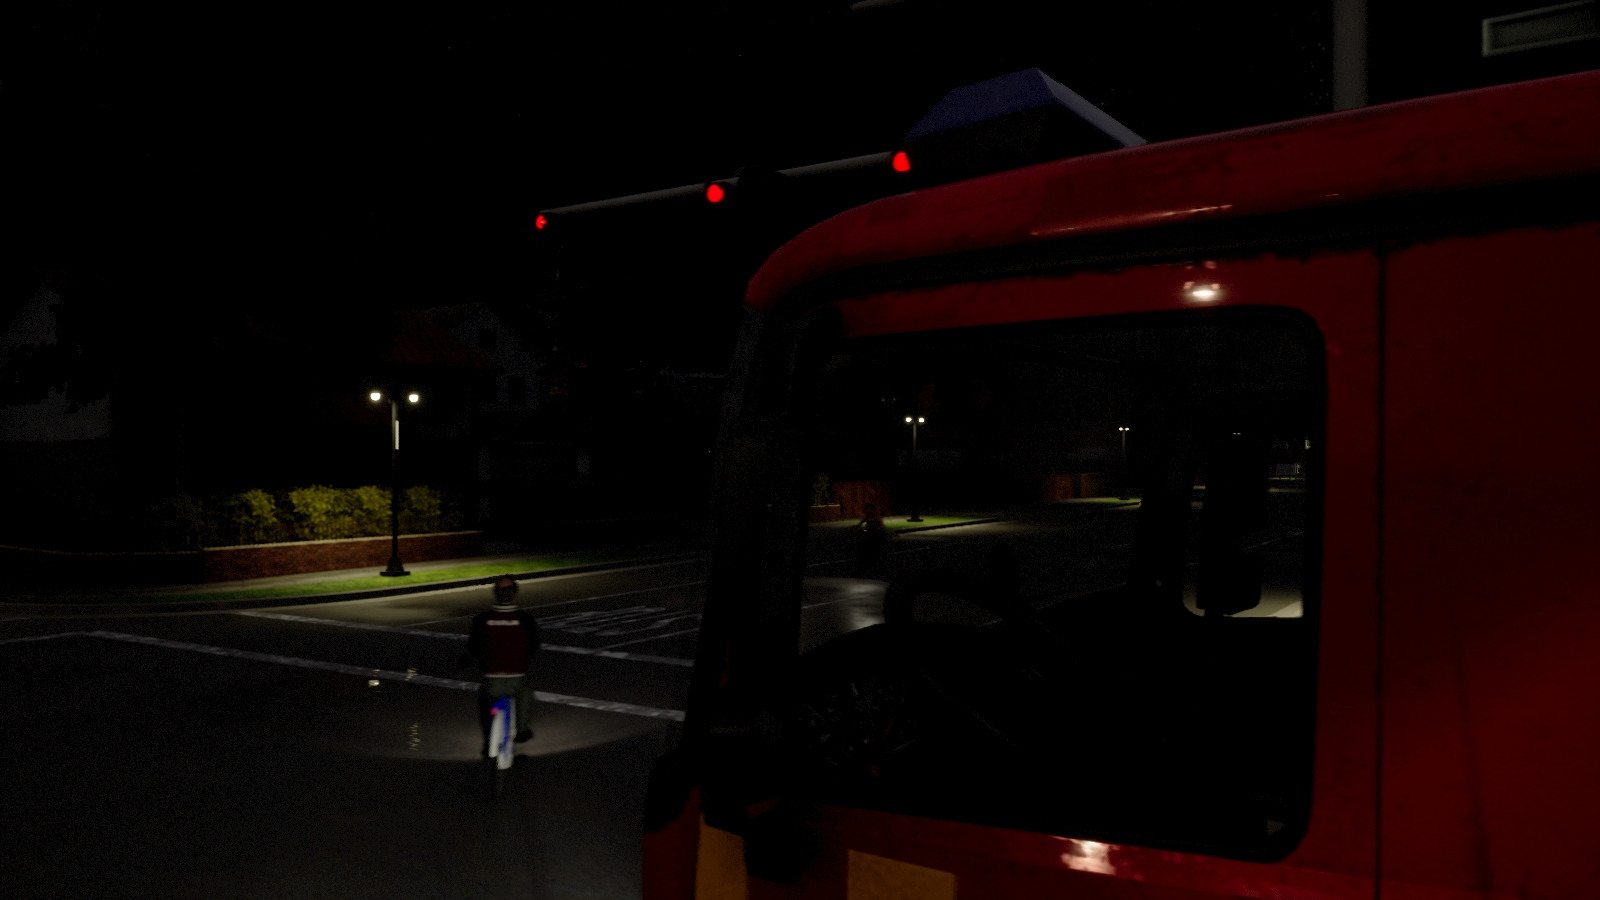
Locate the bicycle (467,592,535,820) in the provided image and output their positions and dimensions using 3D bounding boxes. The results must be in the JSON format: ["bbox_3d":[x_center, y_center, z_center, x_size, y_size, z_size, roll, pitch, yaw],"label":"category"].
[{"bbox_3d":[-2.470,2.048,9.555,0.329,1.496,1.835,1,0,-8],"label":"bicycle"}]

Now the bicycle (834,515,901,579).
[{"bbox_3d":[1.528,2.146,25.539,0.859,1.301,1.487,0,0,34],"label":"bicycle"}]
